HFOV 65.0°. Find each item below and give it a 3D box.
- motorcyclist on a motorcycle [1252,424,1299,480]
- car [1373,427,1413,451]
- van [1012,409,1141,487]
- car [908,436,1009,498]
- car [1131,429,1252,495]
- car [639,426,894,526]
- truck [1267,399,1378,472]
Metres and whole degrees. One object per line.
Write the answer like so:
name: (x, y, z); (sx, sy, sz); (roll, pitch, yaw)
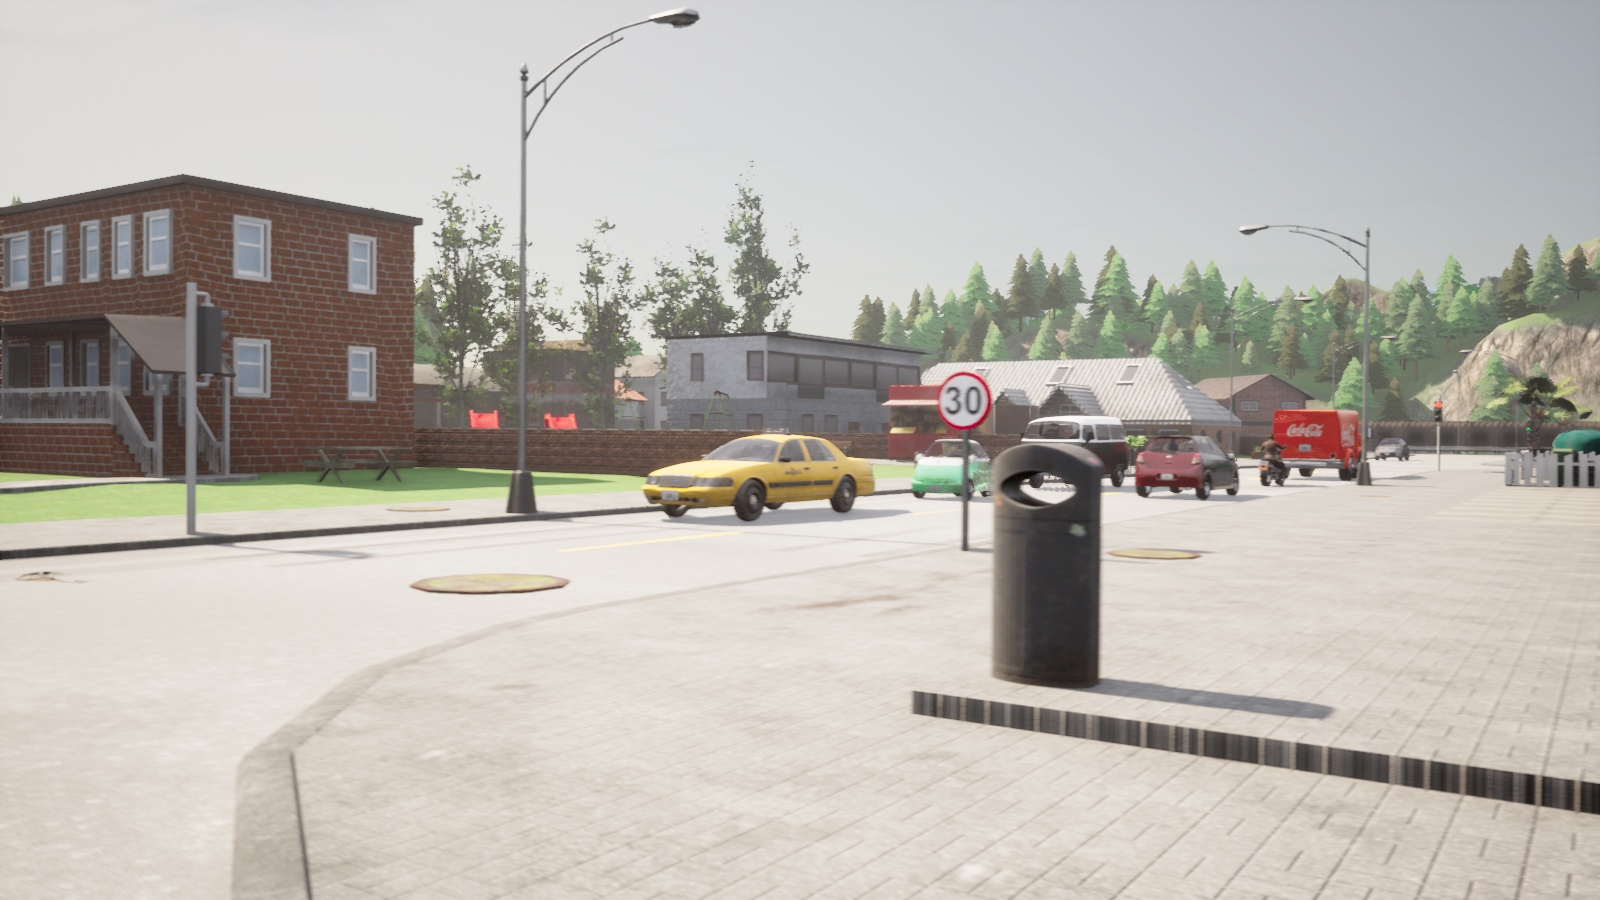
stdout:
motorcyclist on a motorcycle: (14.479, 0.034, 38.204); (0.766, 1.649, 2.350); (0, 1, 35)
car: (39.356, -0.738, 83.340); (1.845, 1.501, 3.633); (0, 1, 34)
van: (7.845, -0.094, 35.288); (2.069, 2.038, 4.480); (0, 1, 33)
car: (3.676, 0.361, 28.913); (1.481, 1.376, 2.207); (0, 1, 33)
car: (9.630, 0.242, 30.749); (1.845, 1.501, 3.633); (0, 1, 34)
car: (-0.432, 0.368, 22.634); (1.801, 1.575, 5.366); (0, 1, 34)
truck: (18.879, -0.538, 45.219); (2.627, 2.467, 5.204); (0, 1, 35)
